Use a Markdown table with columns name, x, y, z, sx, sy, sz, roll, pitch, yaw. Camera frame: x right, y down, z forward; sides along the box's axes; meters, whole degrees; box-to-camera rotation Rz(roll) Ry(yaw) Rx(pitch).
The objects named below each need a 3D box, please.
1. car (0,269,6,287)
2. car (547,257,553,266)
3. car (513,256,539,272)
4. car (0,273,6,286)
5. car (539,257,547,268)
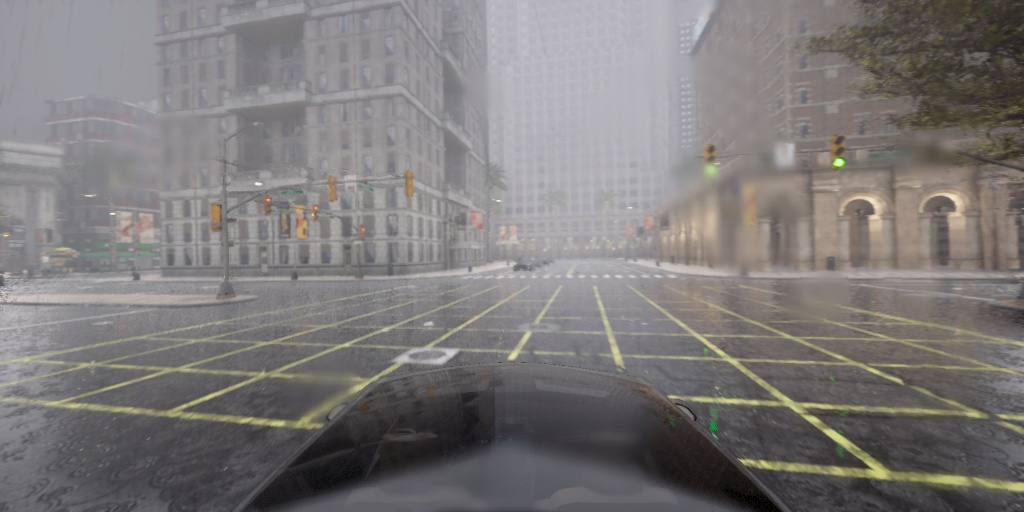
| name | x | y | z | sx | sy | sz | roll | pitch | yaw |
| --- | --- | --- | --- | --- | --- | --- | --- | --- | --- |
| car | -46.962 | 1.953 | 31.968 | 4.892 | 1.490 | 1.837 | -1 | 1 | 32 |
| car | 5.366 | 0.991 | 60.873 | 1.895 | 1.301 | 4.718 | -1 | 0 | 12 |
| car | 1.501 | 0.894 | 42.269 | 2.097 | 1.767 | 4.553 | -1 | 0 | 11 |
| car | -24.555 | 1.348 | 14.874 | 5.566 | 2.045 | 2.150 | -1 | 0 | 13 |
| car | 3.297 | 0.962 | 51.136 | 2.128 | 1.511 | 4.902 | -1 | 0 | 12 |
